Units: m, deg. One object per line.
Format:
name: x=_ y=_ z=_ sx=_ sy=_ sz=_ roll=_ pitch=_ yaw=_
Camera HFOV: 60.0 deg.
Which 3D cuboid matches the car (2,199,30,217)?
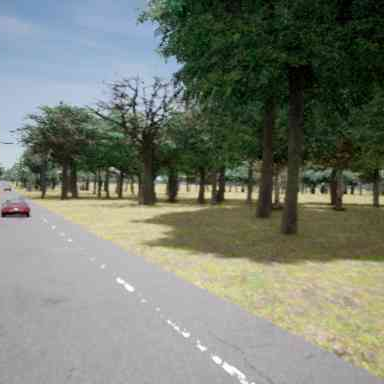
car: x=-14.753 y=1.282 z=27.902 sx=1.994 sy=1.385 sz=4.181 roll=1 pitch=0 yaw=-29
